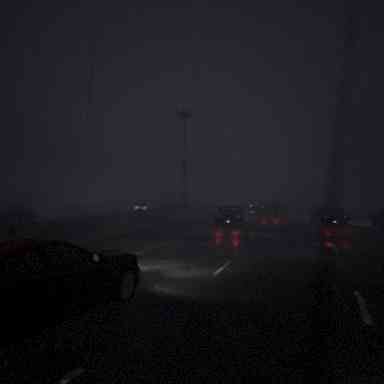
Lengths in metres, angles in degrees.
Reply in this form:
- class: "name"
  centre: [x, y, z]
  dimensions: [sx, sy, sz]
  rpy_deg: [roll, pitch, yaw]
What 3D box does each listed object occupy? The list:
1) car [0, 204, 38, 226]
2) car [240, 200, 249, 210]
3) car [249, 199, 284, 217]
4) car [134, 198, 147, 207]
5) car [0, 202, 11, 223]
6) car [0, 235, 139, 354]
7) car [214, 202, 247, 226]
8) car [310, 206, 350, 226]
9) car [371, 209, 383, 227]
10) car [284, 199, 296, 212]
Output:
- class: "car"
  centre: [-12.170, 1.530, 21.863]
  dimensions: [1.812, 1.442, 4.674]
  rpy_deg: [0, 0, 13]
- class: "car"
  centre: [7.158, 1.662, 43.022]
  dimensions: [1.994, 1.385, 4.181]
  rpy_deg: [0, 0, -4]
- class: "car"
  centre: [7.152, 1.569, 32.415]
  dimensions: [2.128, 1.511, 4.902]
  rpy_deg: [0, 0, 4]
- class: "car"
  centre: [-8.466, 1.621, 54.019]
  dimensions: [2.033, 1.411, 5.357]
  rpy_deg: [0, 0, -13]
- class: "car"
  centre: [-15.425, 1.489, 23.236]
  dimensions: [2.128, 1.511, 4.902]
  rpy_deg: [0, 0, 12]
- class: "car"
  centre: [-2.811, 1.479, 5.653]
  dimensions: [1.882, 1.535, 5.008]
  rpy_deg: [0, 0, 24]
- class: "car"
  centre: [2.794, 1.652, 24.184]
  dimensions: [1.895, 1.301, 4.718]
  rpy_deg: [0, 0, 10]
- class: "car"
  centre: [9.868, 1.672, 24.238]
  dimensions: [1.895, 1.301, 4.718]
  rpy_deg: [0, 0, 10]
- class: "car"
  centre: [12.721, 1.599, 20.618]
  dimensions: [1.812, 1.442, 4.674]
  rpy_deg: [0, 0, 11]
- class: "car"
  centre: [10.795, 1.580, 39.696]
  dimensions: [1.882, 1.535, 5.008]
  rpy_deg: [0, 0, -1]
